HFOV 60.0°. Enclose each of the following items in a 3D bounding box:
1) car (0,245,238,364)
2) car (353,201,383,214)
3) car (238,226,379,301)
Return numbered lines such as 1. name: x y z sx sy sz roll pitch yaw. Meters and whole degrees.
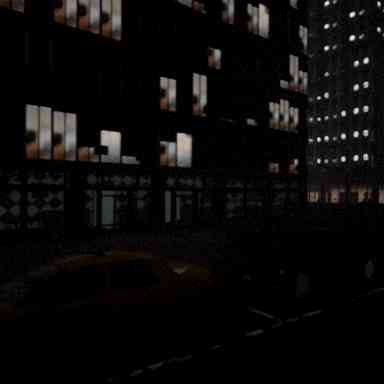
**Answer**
1. car: -1.724 1.537 5.053 4.829 1.417 1.752 1 0 -36
2. car: 19.773 1.669 36.396 1.802 1.307 4.206 1 0 -32
3. car: 2.997 1.598 8.445 4.507 1.381 1.887 1 0 -36
